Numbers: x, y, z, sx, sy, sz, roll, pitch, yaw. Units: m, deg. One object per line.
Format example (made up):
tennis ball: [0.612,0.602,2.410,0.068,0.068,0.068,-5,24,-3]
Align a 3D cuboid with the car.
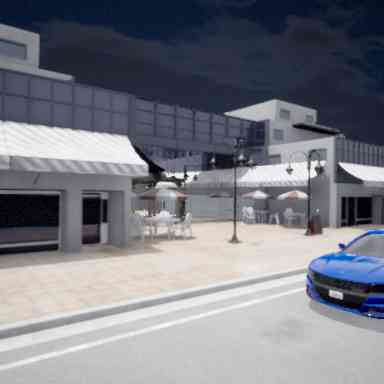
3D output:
car: [4.562,1.582,7.351,5.008,1.535,1.882,1,-1,-36]
